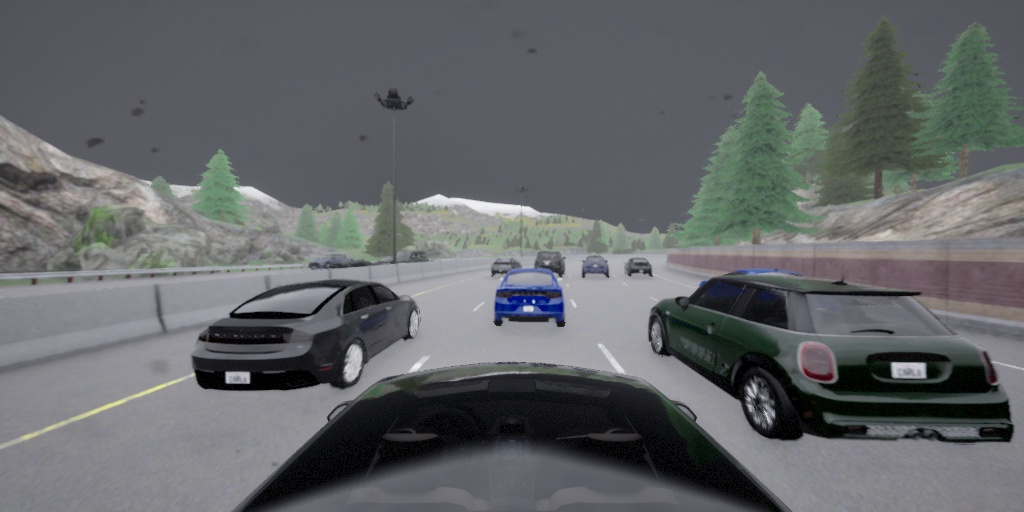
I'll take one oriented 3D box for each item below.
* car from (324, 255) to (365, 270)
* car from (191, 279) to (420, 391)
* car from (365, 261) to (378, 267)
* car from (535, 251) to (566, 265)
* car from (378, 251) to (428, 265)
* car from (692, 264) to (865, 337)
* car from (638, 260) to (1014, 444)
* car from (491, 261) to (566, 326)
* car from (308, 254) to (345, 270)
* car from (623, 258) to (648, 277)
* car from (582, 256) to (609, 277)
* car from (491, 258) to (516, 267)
[{"bbox_3d":[-16.732,0.837,37.278,1.895,1.301,4.718,0,1,13],"label":"car"},{"bbox_3d":[-3.190,1.181,6.718,1.837,1.490,4.892,0,1,2],"label":"car"},{"bbox_3d":[-12.887,0.779,38.322,2.033,1.411,5.357,0,1,14],"label":"car"},{"bbox_3d":[3.137,0.613,29.147,2.150,2.045,5.566,0,1,12],"label":"car"},{"bbox_3d":[-10.129,0.503,34.827,2.150,2.045,5.566,0,1,14],"label":"car"},{"bbox_3d":[7.590,1.121,11.037,1.882,1.535,5.008,0,1,4],"label":"car"},{"bbox_3d":[3.776,1.061,5.477,2.097,1.767,4.553,0,1,2],"label":"car"},{"bbox_3d":[0.587,1.102,11.220,1.882,1.535,5.008,0,1,4],"label":"car"},{"bbox_3d":[-19.850,0.557,39.060,2.097,1.767,4.553,0,1,14],"label":"car"},{"bbox_3d":[10.514,0.902,30.009,1.837,1.490,4.892,0,1,13],"label":"car"},{"bbox_3d":[6.891,0.744,29.745,2.097,1.767,4.553,0,1,12],"label":"car"},{"bbox_3d":[-0.372,0.872,29.321,2.128,1.511,4.902,0,1,11],"label":"car"}]
